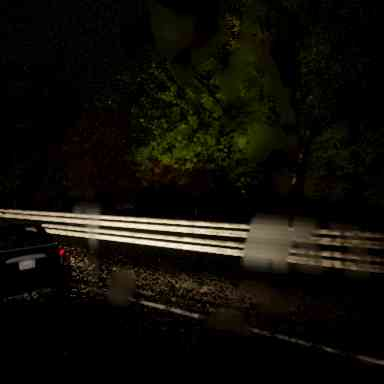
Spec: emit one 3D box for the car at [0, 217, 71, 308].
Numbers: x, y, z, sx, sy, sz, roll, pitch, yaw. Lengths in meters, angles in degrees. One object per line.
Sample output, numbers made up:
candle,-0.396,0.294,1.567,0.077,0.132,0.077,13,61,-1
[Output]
car,-4.745,1.343,7.264,4.553,1.767,2.097,0,0,35
